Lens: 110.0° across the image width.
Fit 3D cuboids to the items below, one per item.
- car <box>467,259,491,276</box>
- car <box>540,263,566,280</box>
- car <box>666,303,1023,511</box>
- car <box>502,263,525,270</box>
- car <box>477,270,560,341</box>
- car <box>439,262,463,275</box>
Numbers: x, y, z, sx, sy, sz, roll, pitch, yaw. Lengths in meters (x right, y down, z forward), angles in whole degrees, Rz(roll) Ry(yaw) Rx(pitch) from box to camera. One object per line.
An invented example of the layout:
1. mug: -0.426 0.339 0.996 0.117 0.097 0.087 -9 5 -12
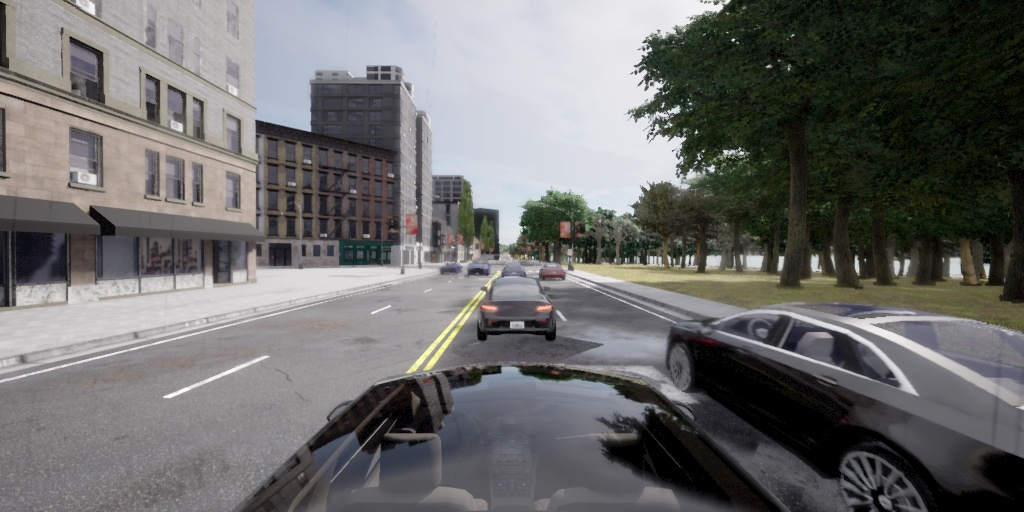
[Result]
1. car: -3.257 1.084 36.062 2.097 1.767 4.553 0 0 0
2. car: 3.399 1.301 30.616 1.994 1.385 4.181 0 0 0
3. car: 3.353 1.241 3.774 2.128 1.511 4.902 0 0 0
4. car: 0.147 1.301 29.692 1.994 1.385 4.181 0 0 0
5. car: 0.105 1.274 9.778 1.812 1.442 4.674 0 0 0
6. car: -6.486 1.332 38.635 1.895 1.301 4.718 0 0 1
